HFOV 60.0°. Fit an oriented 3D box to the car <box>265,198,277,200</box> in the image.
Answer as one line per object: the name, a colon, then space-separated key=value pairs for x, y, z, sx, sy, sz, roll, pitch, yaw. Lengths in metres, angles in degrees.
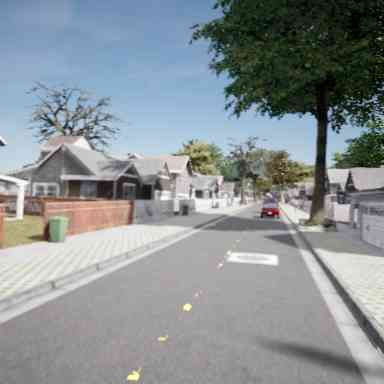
car: x=10.956 y=1.890 z=46.395 sx=2.150 sy=2.045 sz=5.566 roll=2 pitch=0 yaw=14

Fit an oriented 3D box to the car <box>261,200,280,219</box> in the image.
car: x=8.362 y=1.979 z=35.503 sx=1.882 sy=1.535 sz=5.008 roll=2 pitch=0 yaw=14
